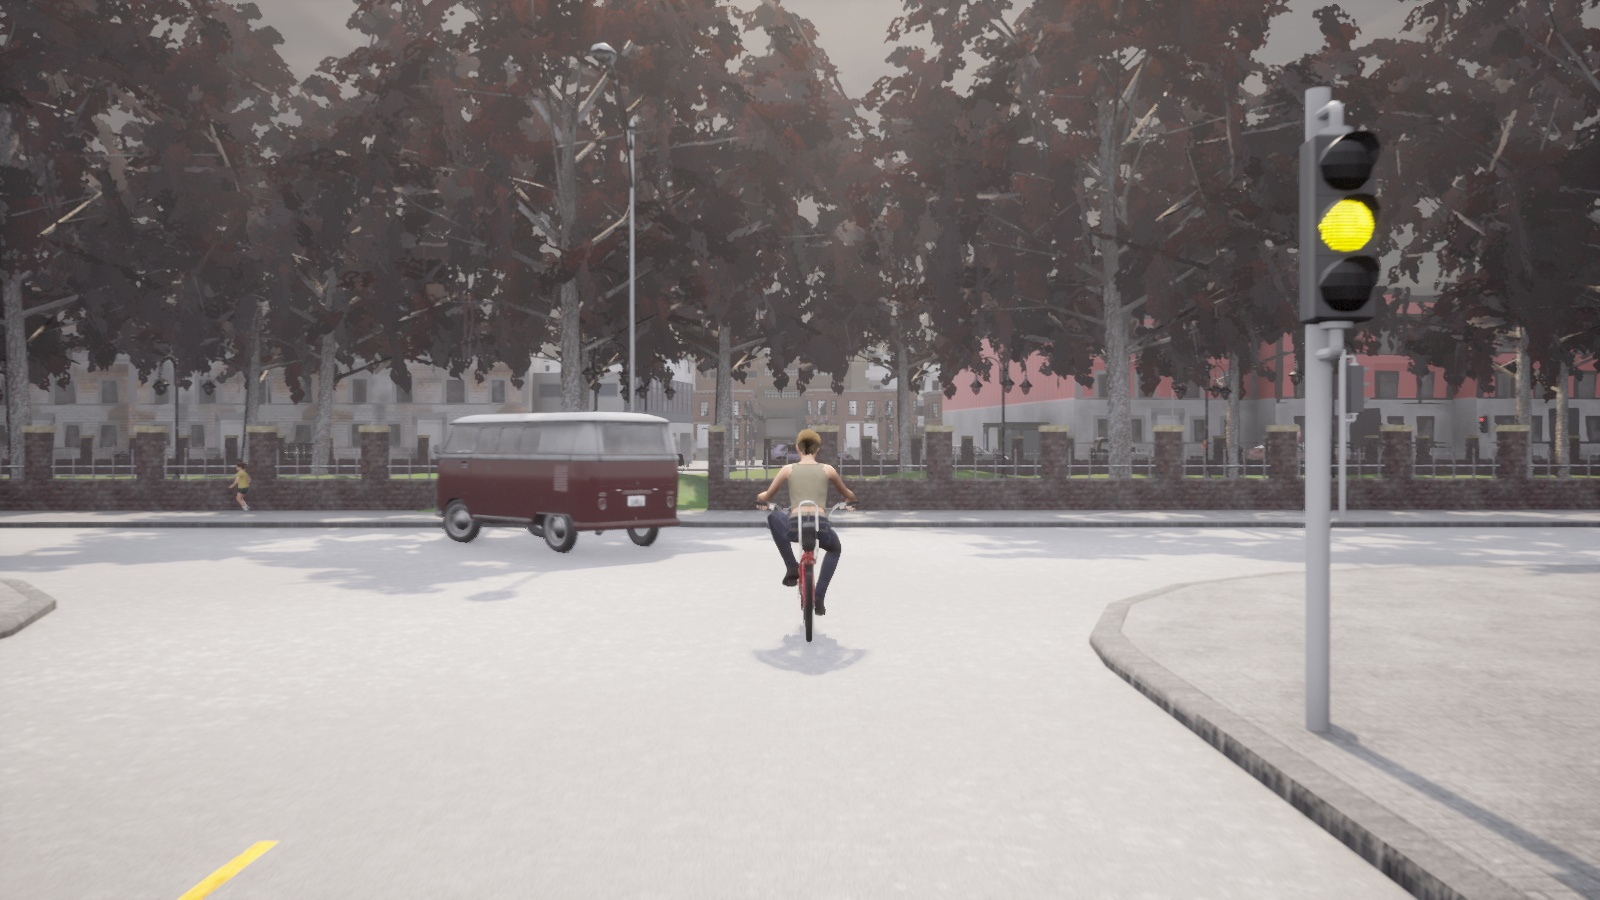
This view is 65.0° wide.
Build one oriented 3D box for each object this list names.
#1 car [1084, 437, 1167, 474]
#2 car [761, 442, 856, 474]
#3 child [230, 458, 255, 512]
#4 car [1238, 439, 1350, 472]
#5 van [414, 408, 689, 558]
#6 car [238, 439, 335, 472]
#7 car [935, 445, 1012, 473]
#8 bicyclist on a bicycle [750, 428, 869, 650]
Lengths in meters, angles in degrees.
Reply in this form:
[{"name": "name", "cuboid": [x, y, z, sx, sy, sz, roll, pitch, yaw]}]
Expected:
[{"name": "car", "cuboid": [17.006, 0.289, 65.715, 3.866, 1.878, 1.905, 0, 0, 0]}, {"name": "car", "cuboid": [0.438, 0.409, 65.794, 4.856, 1.649, 2.033, 0, 0, 0]}, {"name": "child", "cuboid": [-11.499, 0.721, 25.908, 0.394, 1.110, 0.255, 0, 0, 0]}, {"name": "car", "cuboid": [25.791, 0.279, 65.687, 5.027, 1.651, 2.152, 0, 0, 1]}, {"name": "van", "cuboid": [-3.807, 0.421, 18.778, 4.442, 1.987, 1.775, 0, 0, 43]}, {"name": "car", "cuboid": [-28.568, 0.297, 69.913, 4.553, 1.767, 2.097, 0, 0, 0]}, {"name": "car", "cuboid": [9.060, 0.451, 65.754, 3.806, 1.475, 1.970, 0, 0, 0]}, {"name": "bicyclist on a bicycle", "cuboid": [0.058, 0.643, 9.897, 0.866, 1.612, 1.509, 0, 0, -1]}]
